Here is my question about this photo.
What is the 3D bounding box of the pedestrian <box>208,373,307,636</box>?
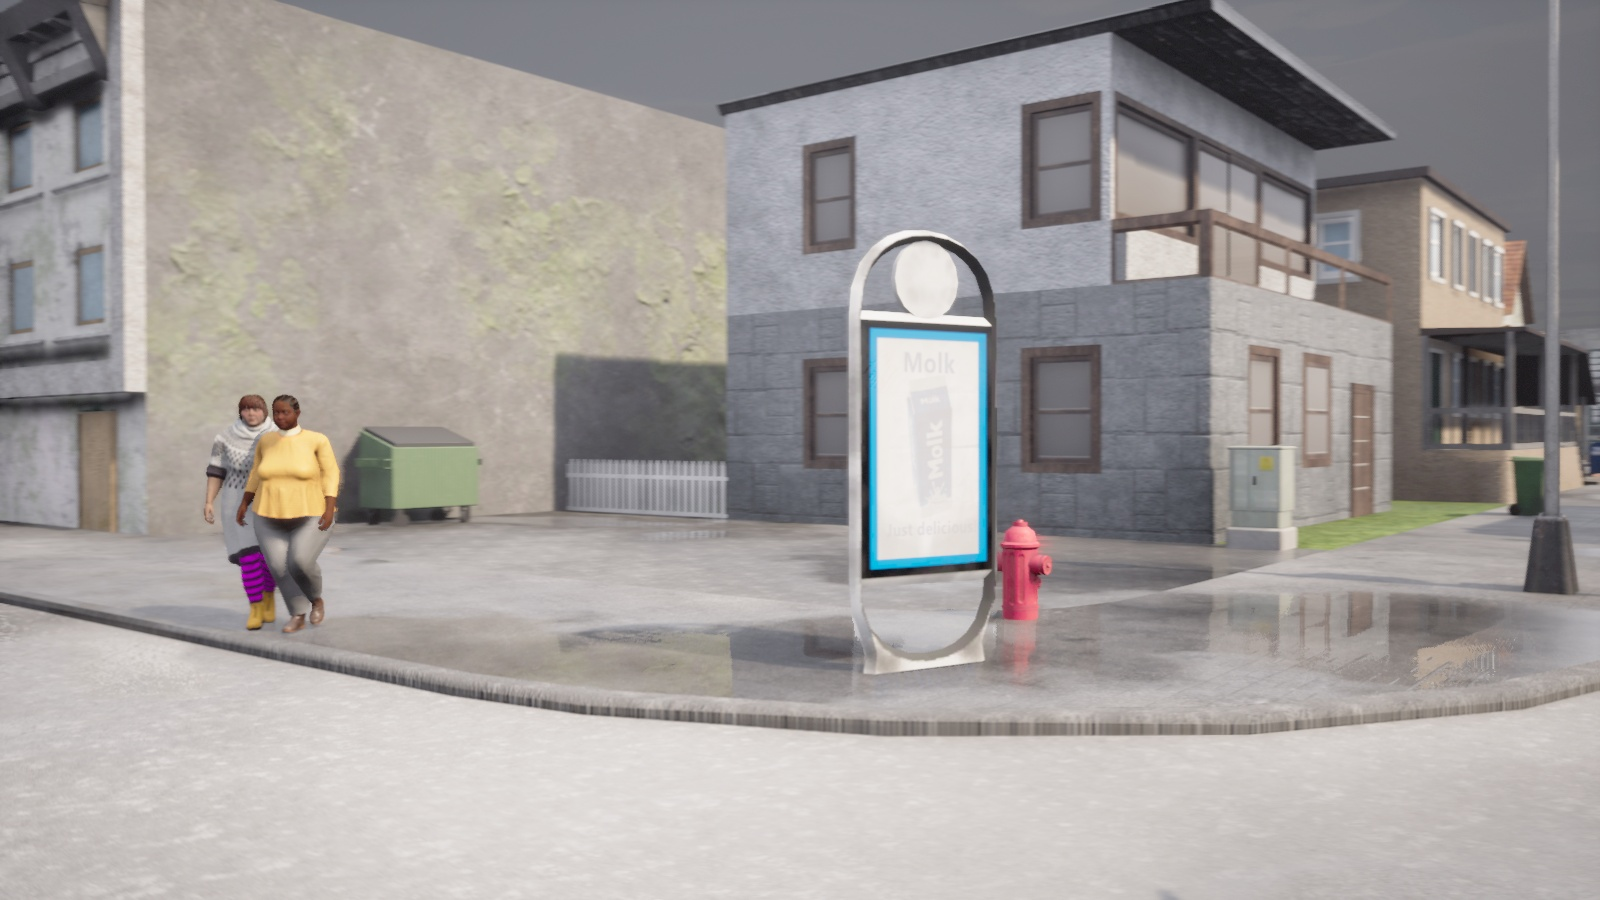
[{"bbox_3d":[-4.232,0.402,9.846,0.659,1.952,0.873,0,1,-19],"label":"pedestrian"}]

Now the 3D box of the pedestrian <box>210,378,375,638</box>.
[{"bbox_3d":[-3.788,0.409,9.442,0.874,1.855,0.900,0,1,0],"label":"pedestrian"}]
